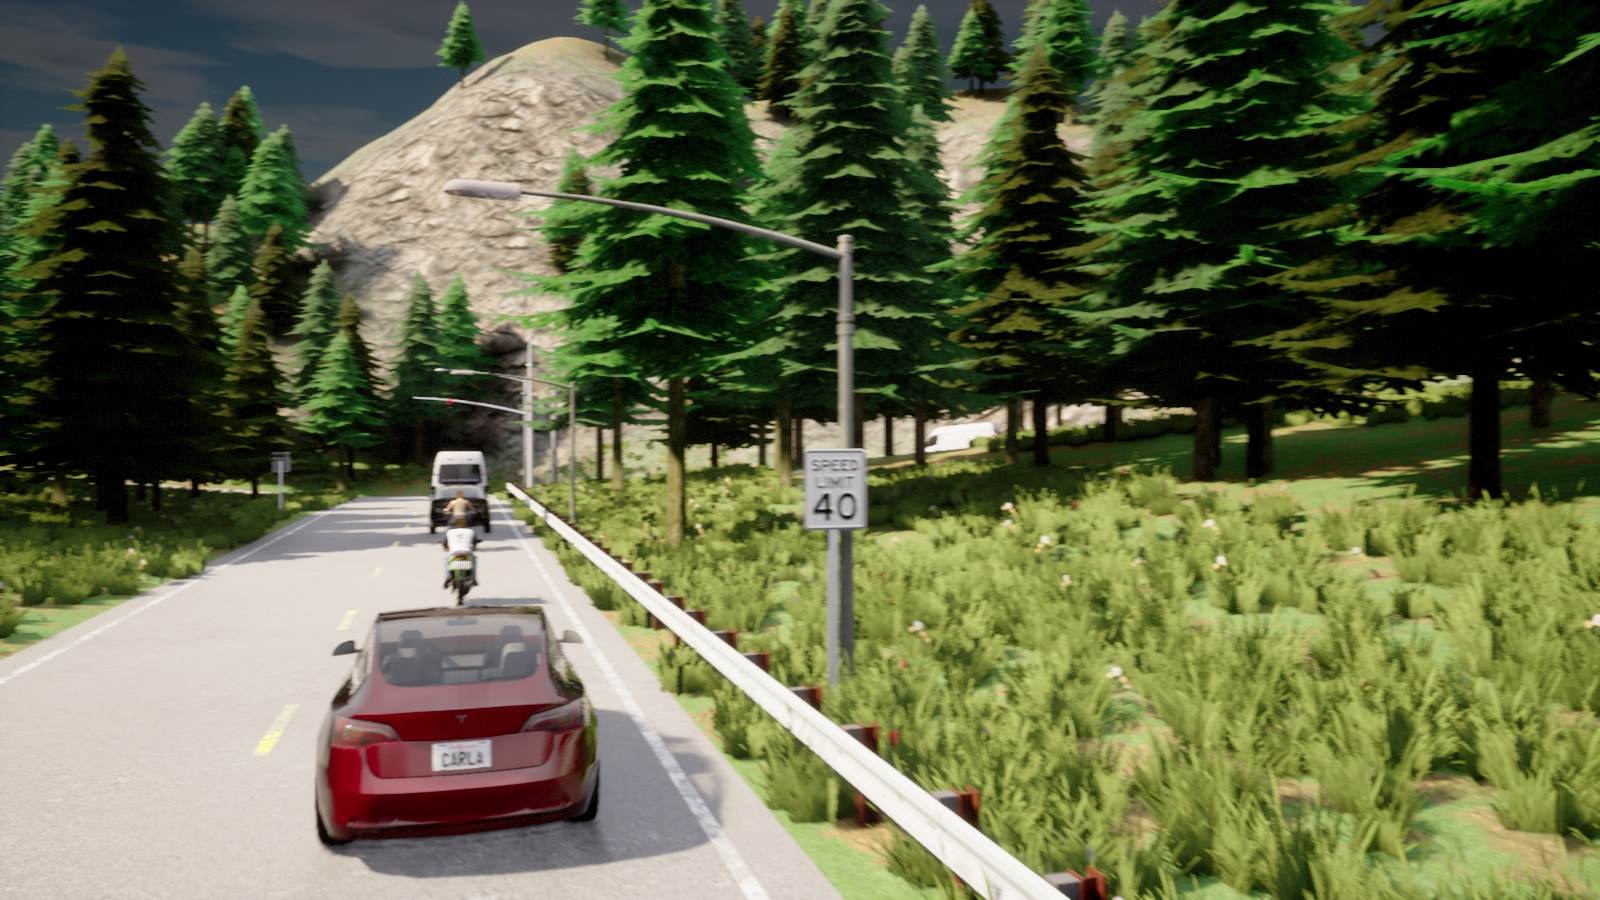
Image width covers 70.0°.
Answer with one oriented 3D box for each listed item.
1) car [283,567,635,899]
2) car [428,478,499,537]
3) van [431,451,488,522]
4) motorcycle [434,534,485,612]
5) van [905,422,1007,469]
[{"bbox_3d":[-2.823,2.015,9.643,2.163,1.488,4.792,0,0,-16],"label":"car"},{"bbox_3d":[-11.098,1.816,37.699,2.097,1.638,5.238,0,0,-17],"label":"car"},{"bbox_3d":[-13.331,1.338,44.772,1.988,2.561,5.915,0,0,-17],"label":"van"},{"bbox_3d":[-5.962,2.120,20.003,0.803,1.145,2.033,0,-1,-17],"label":"motorcycle"},{"bbox_3d":[9.859,-0.260,72.504,5.915,2.561,1.988,-5,-1,26],"label":"van"}]
